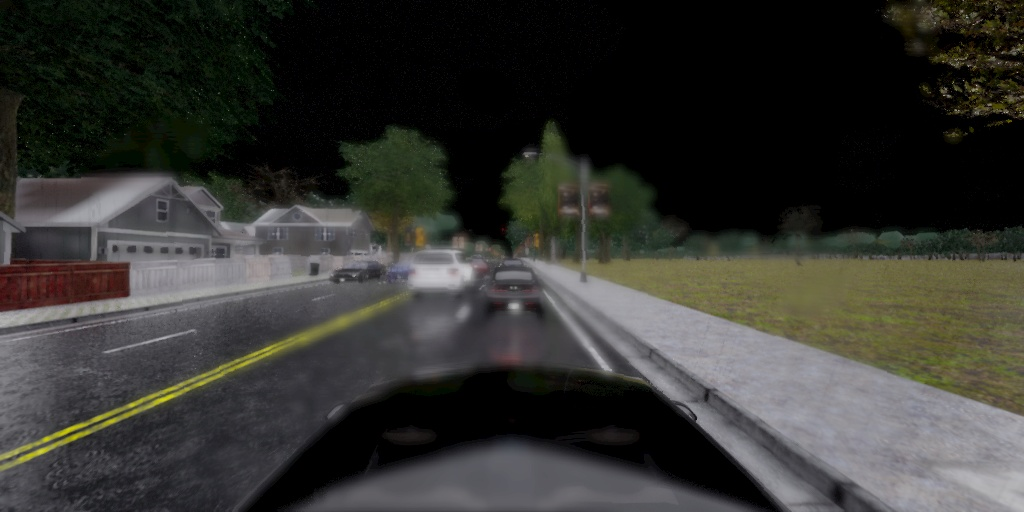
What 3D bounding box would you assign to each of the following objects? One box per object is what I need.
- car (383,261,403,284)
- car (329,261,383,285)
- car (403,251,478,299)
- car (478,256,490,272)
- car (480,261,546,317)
[{"bbox_3d":[-6.501,0.962,23.637,1.882,1.535,5.008,0,1,0],"label":"car"},{"bbox_3d":[-9.753,1.035,23.410,2.033,1.411,5.357,0,1,0],"label":"car"},{"bbox_3d":[-3.090,0.780,16.892,2.150,2.045,5.566,0,1,0],"label":"car"},{"bbox_3d":[-3.011,0.944,33.822,1.994,1.385,4.181,0,1,0],"label":"car"},{"bbox_3d":[0.123,1.119,12.377,1.837,1.490,4.892,0,1,1],"label":"car"}]
